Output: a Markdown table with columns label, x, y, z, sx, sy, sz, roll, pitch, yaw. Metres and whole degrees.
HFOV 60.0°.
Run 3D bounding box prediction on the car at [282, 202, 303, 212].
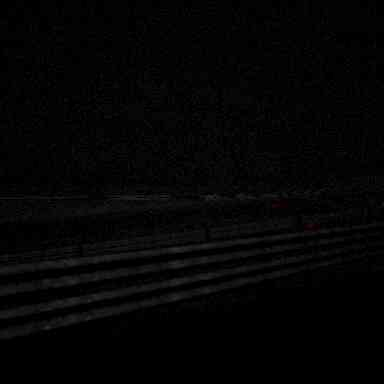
| label | x | y | z | sx | sy | sz | roll | pitch | yaw |
| --- | --- | --- | --- | --- | --- | --- | --- | --- | --- |
| car | 14.558 | 2.293 | 43.372 | 4.718 | 1.301 | 1.895 | -4 | 2 | -26 |

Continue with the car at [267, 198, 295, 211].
| label | x | y | z | sx | sy | sz | roll | pitch | yaw |
| --- | --- | --- | --- | --- | --- | --- | --- | --- | --- |
| car | 13.024 | 1.898 | 46.515 | 5.566 | 2.045 | 2.150 | -4 | 2 | -26 |

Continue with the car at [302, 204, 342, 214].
| label | x | y | z | sx | sy | sz | roll | pitch | yaw |
| --- | --- | --- | --- | --- | --- | --- | --- | --- | --- |
| car | 16.038 | 2.226 | 40.200 | 4.892 | 1.490 | 1.837 | -4 | 2 | -26 |

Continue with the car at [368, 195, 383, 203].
| label | x | y | z | sx | sy | sz | roll | pitch | yaw |
| --- | --- | --- | --- | --- | --- | --- | --- | --- | --- |
| car | 28.797 | 1.118 | 50.186 | 5.008 | 1.535 | 1.882 | -4 | 2 | -26 |
